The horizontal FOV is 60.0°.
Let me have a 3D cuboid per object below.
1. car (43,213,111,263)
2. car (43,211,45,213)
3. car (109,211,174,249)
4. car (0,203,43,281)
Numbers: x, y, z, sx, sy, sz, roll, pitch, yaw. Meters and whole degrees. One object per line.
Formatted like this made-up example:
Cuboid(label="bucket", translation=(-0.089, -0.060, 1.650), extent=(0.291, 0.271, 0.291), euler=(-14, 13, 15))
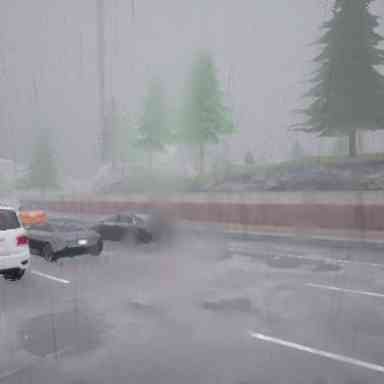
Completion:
Cuboid(label="car", translation=(-5.268, 1.721, 12.814), extent=(4.181, 1.385, 1.994), euler=(-1, -1, 42))
Cuboid(label="car", translation=(-12.496, 1.671, 24.647), extent=(2.097, 1.767, 4.553), euler=(0, -1, -43))
Cuboid(label="car", translation=(-2.957, 1.667, 15.436), extent=(4.892, 1.490, 1.837), euler=(0, 0, 42))
Cuboid(label="car", translation=(-6.577, 1.358, 9.284), extent=(5.566, 2.045, 2.150), euler=(-1, 0, 41))
